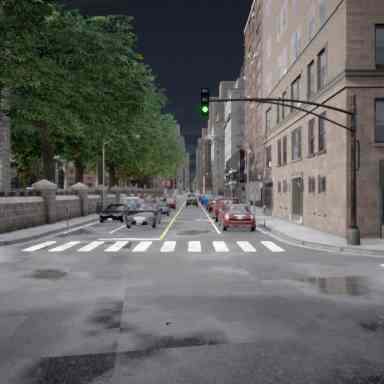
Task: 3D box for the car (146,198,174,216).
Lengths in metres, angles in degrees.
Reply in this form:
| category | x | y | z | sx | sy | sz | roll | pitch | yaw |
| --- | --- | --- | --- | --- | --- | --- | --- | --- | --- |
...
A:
| category | x | y | z | sx | sy | sz | roll | pitch | yaw |
| --- | --- | --- | --- | --- | --- | --- | --- | --- | --- |
| car | -3.105 | 1.576 | 32.071 | 1.994 | 1.385 | 4.181 | 0 | 0 | -1 |

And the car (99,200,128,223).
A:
| category | x | y | z | sx | sy | sz | roll | pitch | yaw |
| --- | --- | --- | --- | --- | --- | --- | --- | --- | --- |
| car | -5.857 | 1.576 | 25.904 | 1.947 | 1.339 | 4.313 | 0 | 0 | 0 |

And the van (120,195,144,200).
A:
| category | x | y | z | sx | sy | sz | roll | pitch | yaw |
| --- | --- | --- | --- | --- | --- | --- | --- | --- | --- |
| van | -5.857 | 1.353 | 31.311 | 1.690 | 1.788 | 3.998 | 0 | 0 | 0 |

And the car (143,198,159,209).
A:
| category | x | y | z | sx | sy | sz | roll | pitch | yaw |
| --- | --- | --- | --- | --- | --- | --- | --- | --- | --- |
| car | -5.859 | 1.600 | 47.533 | 1.802 | 1.307 | 4.206 | 0 | 0 | 0 |

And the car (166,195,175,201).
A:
| category | x | y | z | sx | sy | sz | roll | pitch | yaw |
| --- | --- | --- | --- | --- | --- | --- | --- | --- | --- |
| car | -5.860 | 1.583 | 90.792 | 2.008 | 1.369 | 4.403 | 0 | 0 | 0 |

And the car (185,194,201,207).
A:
| category | x | y | z | sx | sy | sz | roll | pitch | yaw |
| --- | --- | --- | --- | --- | --- | --- | --- | --- | --- |
| car | -0.002 | 1.524 | 51.491 | 1.837 | 1.490 | 4.892 | 0 | 0 | 0 |

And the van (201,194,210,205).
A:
| category | x | y | z | sx | sy | sz | roll | pitch | yaw |
| --- | --- | --- | --- | --- | --- | --- | --- | --- | --- |
| van | 2.668 | 1.361 | 52.929 | 1.690 | 1.788 | 3.998 | 0 | 0 | 0 |

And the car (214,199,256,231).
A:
| category | x | y | z | sx | sy | sz | roll | pitch | yaw |
| --- | --- | --- | --- | --- | --- | --- | --- | --- | --- |
| car | 2.669 | 1.448 | 20.479 | 1.967 | 1.590 | 4.097 | 0 | 0 | 0 |

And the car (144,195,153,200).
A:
| category | x | y | z | sx | sy | sz | roll | pitch | yaw |
| --- | --- | --- | --- | --- | --- | --- | --- | --- | --- |
| car | -5.858 | 1.454 | 36.719 | 1.967 | 1.590 | 4.097 | 0 | 0 | 0 |

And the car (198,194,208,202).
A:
| category | x | y | z | sx | sy | sz | roll | pitch | yaw |
| --- | --- | --- | --- | --- | --- | --- | --- | --- | --- |
| car | 2.666 | 1.344 | 79.971 | 2.192 | 1.841 | 5.009 | 0 | 0 | 0 |

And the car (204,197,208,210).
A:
| category | x | y | z | sx | sy | sz | roll | pitch | yaw |
| --- | --- | --- | --- | --- | --- | --- | --- | --- | --- |
| car | 2.668 | 1.559 | 36.704 | 1.887 | 1.381 | 4.507 | 0 | 0 | 0 |

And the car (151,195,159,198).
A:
| category | x | y | z | sx | sy | sz | roll | pitch | yaw |
| --- | --- | --- | --- | --- | --- | --- | --- | --- | --- |
| car | -5.858 | 1.331 | 42.126 | 2.192 | 1.841 | 5.009 | 0 | 0 | 0 |

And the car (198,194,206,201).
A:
| category | x | y | z | sx | sy | sz | roll | pitch | yaw |
| --- | --- | --- | --- | --- | --- | --- | --- | --- | --- |
| car | 2.665 | 1.472 | 90.787 | 1.967 | 1.590 | 4.097 | 0 | 0 | 0 |

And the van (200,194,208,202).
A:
| category | x | y | z | sx | sy | sz | roll | pitch | yaw |
| --- | --- | --- | --- | --- | --- | --- | --- | --- | --- |
| van | 2.666 | 1.369 | 74.561 | 1.690 | 1.788 | 3.998 | 0 | 0 | 0 |

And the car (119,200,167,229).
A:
| category | x | y | z | sx | sy | sz | roll | pitch | yaw |
| --- | --- | --- | --- | --- | --- | --- | --- | --- | --- |
| car | -3.097 | 1.500 | 22.055 | 2.128 | 1.511 | 4.902 | 0 | 0 | 0 |

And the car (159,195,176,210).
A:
| category | x | y | z | sx | sy | sz | roll | pitch | yaw |
| --- | --- | --- | --- | --- | --- | --- | --- | --- | --- |
| car | -3.085 | 1.495 | 44.093 | 1.882 | 1.535 | 5.008 | 0 | 0 | 0 |

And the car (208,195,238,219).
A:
| category | x | y | z | sx | sy | sz | roll | pitch | yaw |
| --- | --- | --- | --- | --- | --- | --- | --- | --- | --- |
| car | 2.669 | 1.325 | 25.888 | 2.192 | 1.841 | 5.009 | 0 | 0 | 0 |

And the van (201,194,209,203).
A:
| category | x | y | z | sx | sy | sz | roll | pitch | yaw |
| --- | --- | --- | --- | --- | --- | --- | --- | --- | --- |
| van | 2.666 | 1.367 | 69.154 | 1.690 | 1.788 | 3.998 | 0 | 0 | 0 |

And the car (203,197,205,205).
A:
| category | x | y | z | sx | sy | sz | roll | pitch | yaw |
| --- | --- | --- | --- | --- | --- | --- | --- | --- | --- |
| car | 2.667 | 1.598 | 42.112 | 1.802 | 1.307 | 4.206 | 0 | 0 | 0 |
